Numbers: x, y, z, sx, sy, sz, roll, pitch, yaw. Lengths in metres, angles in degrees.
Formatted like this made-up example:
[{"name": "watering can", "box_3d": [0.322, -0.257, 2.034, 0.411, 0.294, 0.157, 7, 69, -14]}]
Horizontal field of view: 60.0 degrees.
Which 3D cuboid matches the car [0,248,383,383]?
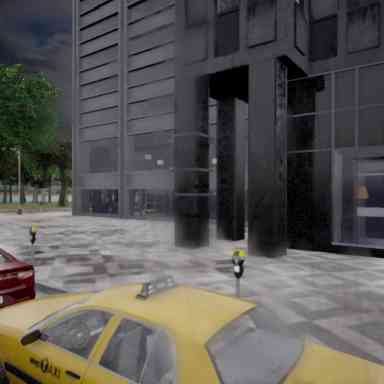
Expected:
[{"name": "car", "box_3d": [-0.537, 1.525, 3.346, 4.829, 1.417, 1.752, 0, 0, 36]}]
